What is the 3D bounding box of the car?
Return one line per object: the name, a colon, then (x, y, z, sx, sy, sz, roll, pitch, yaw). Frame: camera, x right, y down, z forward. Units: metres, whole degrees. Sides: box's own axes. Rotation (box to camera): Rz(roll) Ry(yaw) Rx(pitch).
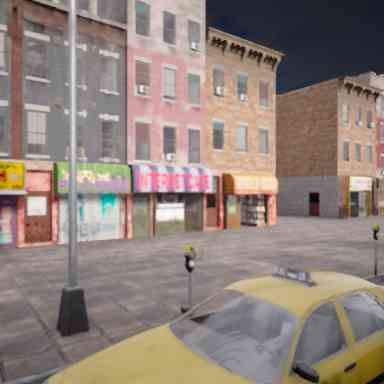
car: (0.883, 1.517, 3.432, 4.829, 1.417, 1.752, 0, 0, -35)
